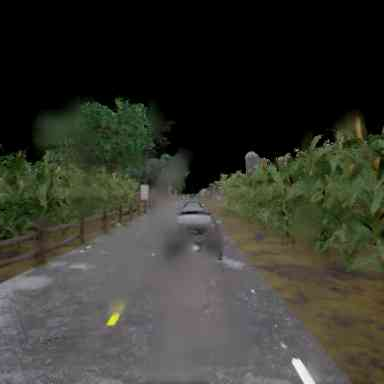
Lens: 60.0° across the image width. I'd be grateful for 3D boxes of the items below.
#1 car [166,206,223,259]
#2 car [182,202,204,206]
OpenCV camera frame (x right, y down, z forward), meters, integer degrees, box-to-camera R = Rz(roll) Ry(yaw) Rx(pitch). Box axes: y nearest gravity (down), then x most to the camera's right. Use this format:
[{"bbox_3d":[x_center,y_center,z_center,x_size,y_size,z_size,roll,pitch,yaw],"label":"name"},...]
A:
[{"bbox_3d":[0.084,1.469,12.386,1.837,1.490,4.892,0,0,0],"label":"car"},{"bbox_3d":[0.085,1.497,27.832,1.994,1.385,4.181,0,0,0],"label":"car"}]
